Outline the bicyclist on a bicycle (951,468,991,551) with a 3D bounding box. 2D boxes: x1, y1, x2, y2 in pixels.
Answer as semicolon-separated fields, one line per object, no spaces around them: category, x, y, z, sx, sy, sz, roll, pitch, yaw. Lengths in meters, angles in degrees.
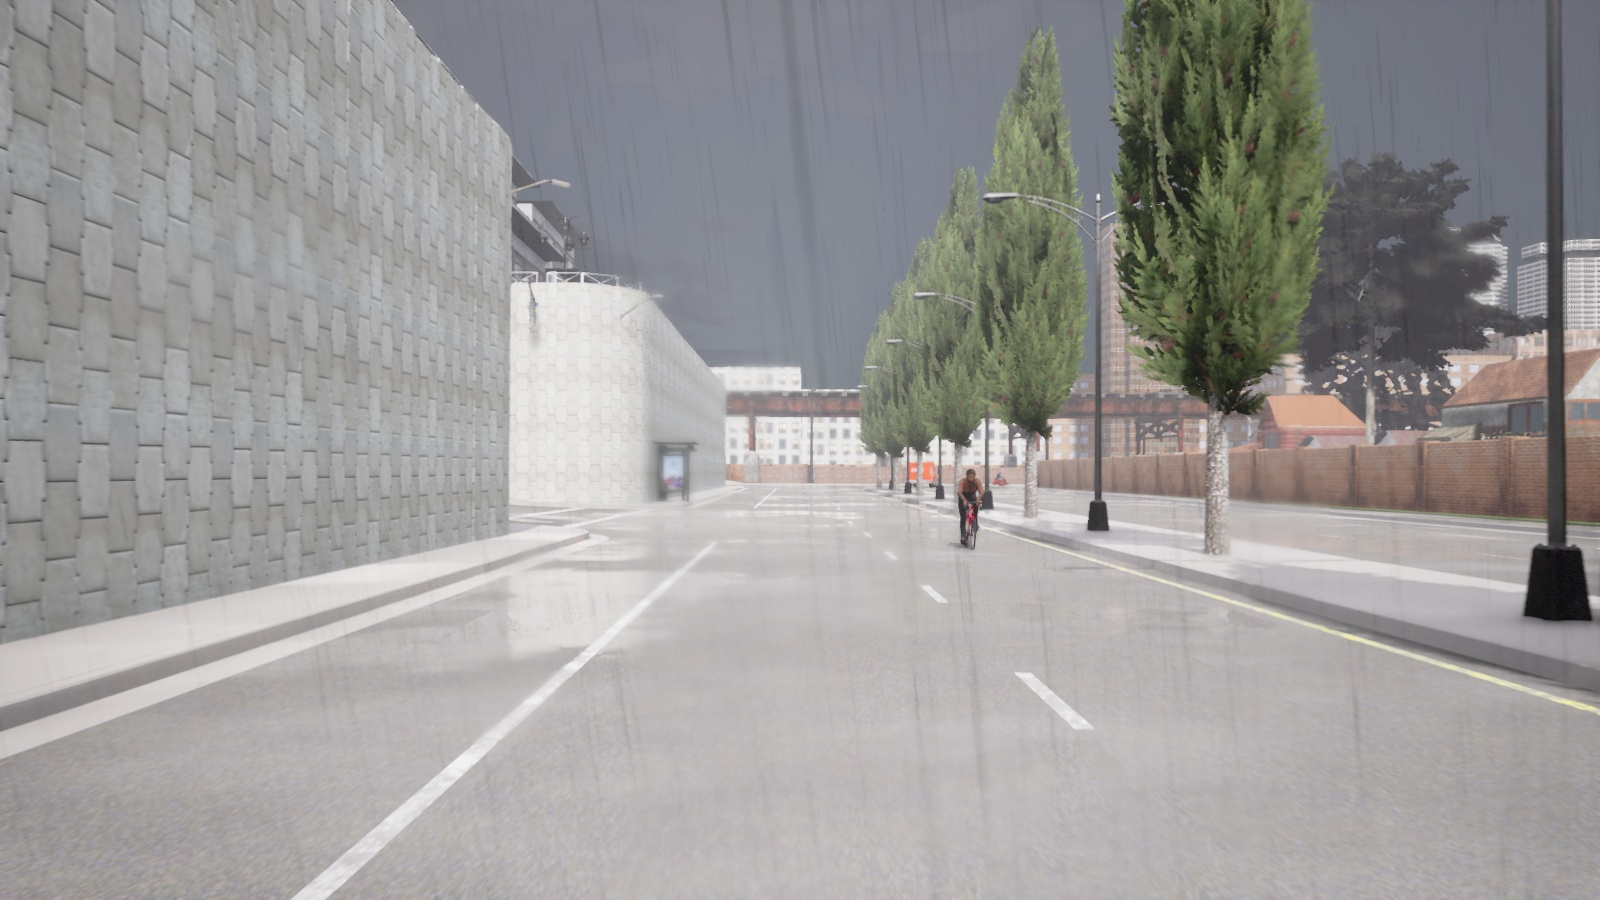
bicyclist on a bicycle;3.438;1.178;25.355;0.582;1.620;1.656;0;-1;0
